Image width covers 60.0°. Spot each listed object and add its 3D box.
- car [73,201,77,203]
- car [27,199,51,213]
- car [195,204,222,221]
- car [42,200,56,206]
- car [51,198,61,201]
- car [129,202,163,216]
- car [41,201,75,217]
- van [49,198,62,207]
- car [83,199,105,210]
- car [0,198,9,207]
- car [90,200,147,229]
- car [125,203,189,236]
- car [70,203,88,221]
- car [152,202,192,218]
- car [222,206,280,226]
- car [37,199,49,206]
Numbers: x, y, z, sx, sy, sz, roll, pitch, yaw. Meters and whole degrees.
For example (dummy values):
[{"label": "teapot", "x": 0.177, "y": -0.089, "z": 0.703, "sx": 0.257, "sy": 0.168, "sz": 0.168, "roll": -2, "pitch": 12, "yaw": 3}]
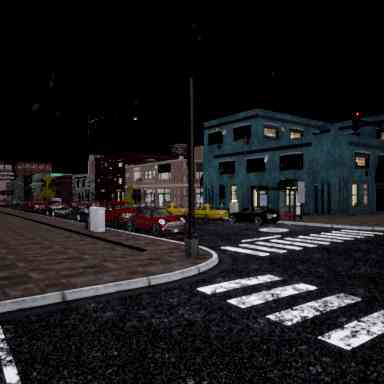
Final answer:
[{"label": "car", "x": -22.254, "y": 2.279, "z": 61.582, "sx": 1.802, "sy": 1.307, "sz": 4.206, "roll": -1, "pitch": 0, "yaw": -36}, {"label": "car", "x": -22.264, "y": 1.952, "z": 47.551, "sx": 2.192, "sy": 1.841, "sz": 5.009, "roll": -1, "pitch": 0, "yaw": -36}, {"label": "car", "x": 1.178, "y": 1.753, "z": 29.901, "sx": 1.752, "sy": 1.417, "sz": 4.829, "roll": -1, "pitch": 0, "yaw": -36}, {"label": "car", "x": -32.340, "y": 2.445, "z": 75.219, "sx": 1.887, "sy": 1.381, "sz": 4.507, "roll": -1, "pitch": 0, "yaw": -36}, {"label": "car", "x": -25.297, "y": 2.265, "z": 61.343, "sx": 1.812, "sy": 1.442, "sz": 4.674, "roll": -1, "pitch": 0, "yaw": -35}, {"label": "car", "x": -5.445, "y": 1.911, "z": 38.855, "sx": 2.008, "sy": 1.369, "sz": 4.403, "roll": -1, "pitch": 0, "yaw": -36}, {"label": "car", "x": -15.535, "y": 2.053, "z": 38.460, "sx": 2.008, "sy": 1.369, "sz": 4.403, "roll": -1, "pitch": 0, "yaw": -36}, {"label": "van", "x": -28.983, "y": 2.174, "z": 70.673, "sx": 1.690, "sy": 1.788, "sz": 3.998, "roll": -1, "pitch": 0, "yaw": -36}, {"label": "car", "x": -15.533, "y": 2.003, "z": 52.491, "sx": 1.967, "sy": 1.590, "sz": 4.097, "roll": -1, "pitch": 0, "yaw": -36}, {"label": "car", "x": -42.470, "y": 2.358, "z": 74.798, "sx": 2.192, "sy": 1.841, "sz": 5.009, "roll": -1, "pitch": 0, "yaw": -36}, {"label": "car", "x": -5.454, "y": 1.616, "z": 24.824, "sx": 2.192, "sy": 1.841, "sz": 5.009, "roll": -1, "pitch": 0, "yaw": -36}, {"label": "car", "x": -2.089, "y": 1.674, "z": 20.279, "sx": 1.967, "sy": 1.590, "sz": 4.097, "roll": -1, "pitch": 0, "yaw": -36}, {"label": "car", "x": -8.811, "y": 1.919, "z": 29.370, "sx": 2.008, "sy": 1.369, "sz": 4.403, "roll": -1, "pitch": 0, "yaw": -36}, {"label": "car", "x": -2.184, "y": 1.821, "z": 34.446, "sx": 1.752, "sy": 1.417, "sz": 4.829, "roll": -1, "pitch": 0, "yaw": -36}, {"label": "car", "x": 4.643, "y": 1.725, "z": 25.219, "sx": 1.947, "sy": 1.339, "sz": 4.313, "roll": -1, "pitch": 0, "yaw": -36}, {"label": "car", "x": -35.803, "y": 2.495, "z": 79.901, "sx": 1.752, "sy": 1.417, "sz": 4.829, "roll": -1, "pitch": 0, "yaw": -36}]
